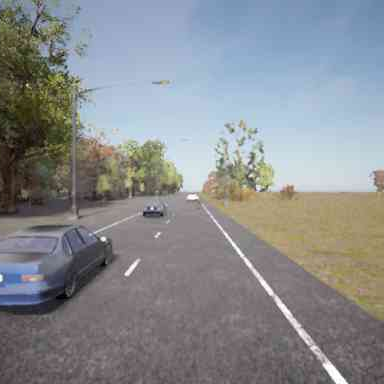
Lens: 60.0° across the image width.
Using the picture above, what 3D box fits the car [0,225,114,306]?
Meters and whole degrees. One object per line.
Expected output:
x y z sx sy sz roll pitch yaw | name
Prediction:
-3.401 1.524 8.240 2.033 1.411 5.357 0 0 0 | car

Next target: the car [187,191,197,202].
0.003 1.027 73.316 2.150 2.045 5.566 0 0 0 | car

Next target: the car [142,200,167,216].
-3.402 1.463 30.880 2.033 1.411 5.357 0 0 0 | car

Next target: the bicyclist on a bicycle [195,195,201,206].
0.971 1.297 51.342 0.866 1.612 1.509 0 0 0 | bicyclist on a bicycle

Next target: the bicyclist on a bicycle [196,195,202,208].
0.964 1.340 41.389 0.582 1.620 1.656 0 0 0 | bicyclist on a bicycle

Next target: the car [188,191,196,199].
0.004 0.818 85.549 2.150 2.045 5.566 0 0 0 | car
